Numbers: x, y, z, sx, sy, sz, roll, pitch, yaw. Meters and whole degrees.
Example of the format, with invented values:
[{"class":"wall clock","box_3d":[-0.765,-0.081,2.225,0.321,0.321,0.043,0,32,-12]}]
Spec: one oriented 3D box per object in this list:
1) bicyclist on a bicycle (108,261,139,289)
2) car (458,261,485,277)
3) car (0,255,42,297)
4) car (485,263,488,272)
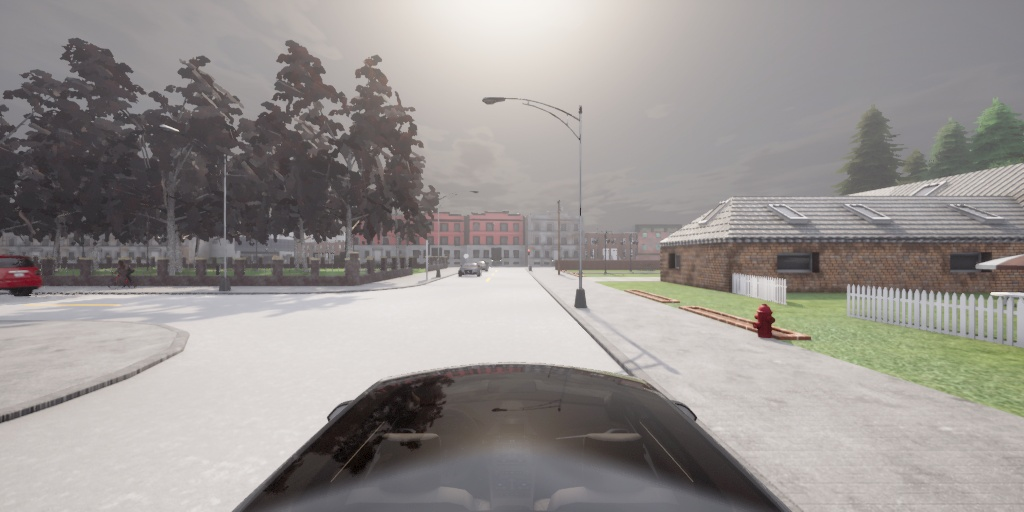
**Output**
[{"class":"bicyclist on a bicycle","box_3d":[-22.641,1.106,20.909,0.582,1.620,1.656,0,0,0]},{"class":"car","box_3d":[-4.098,1.326,35.649,1.994,1.385,4.181,0,0,0]},{"class":"car","box_3d":[-25.564,0.977,16.673,5.566,2.045,2.150,0,0,1]},{"class":"car","box_3d":[-4.074,1.330,45.691,1.994,1.385,4.181,0,0,0]}]
